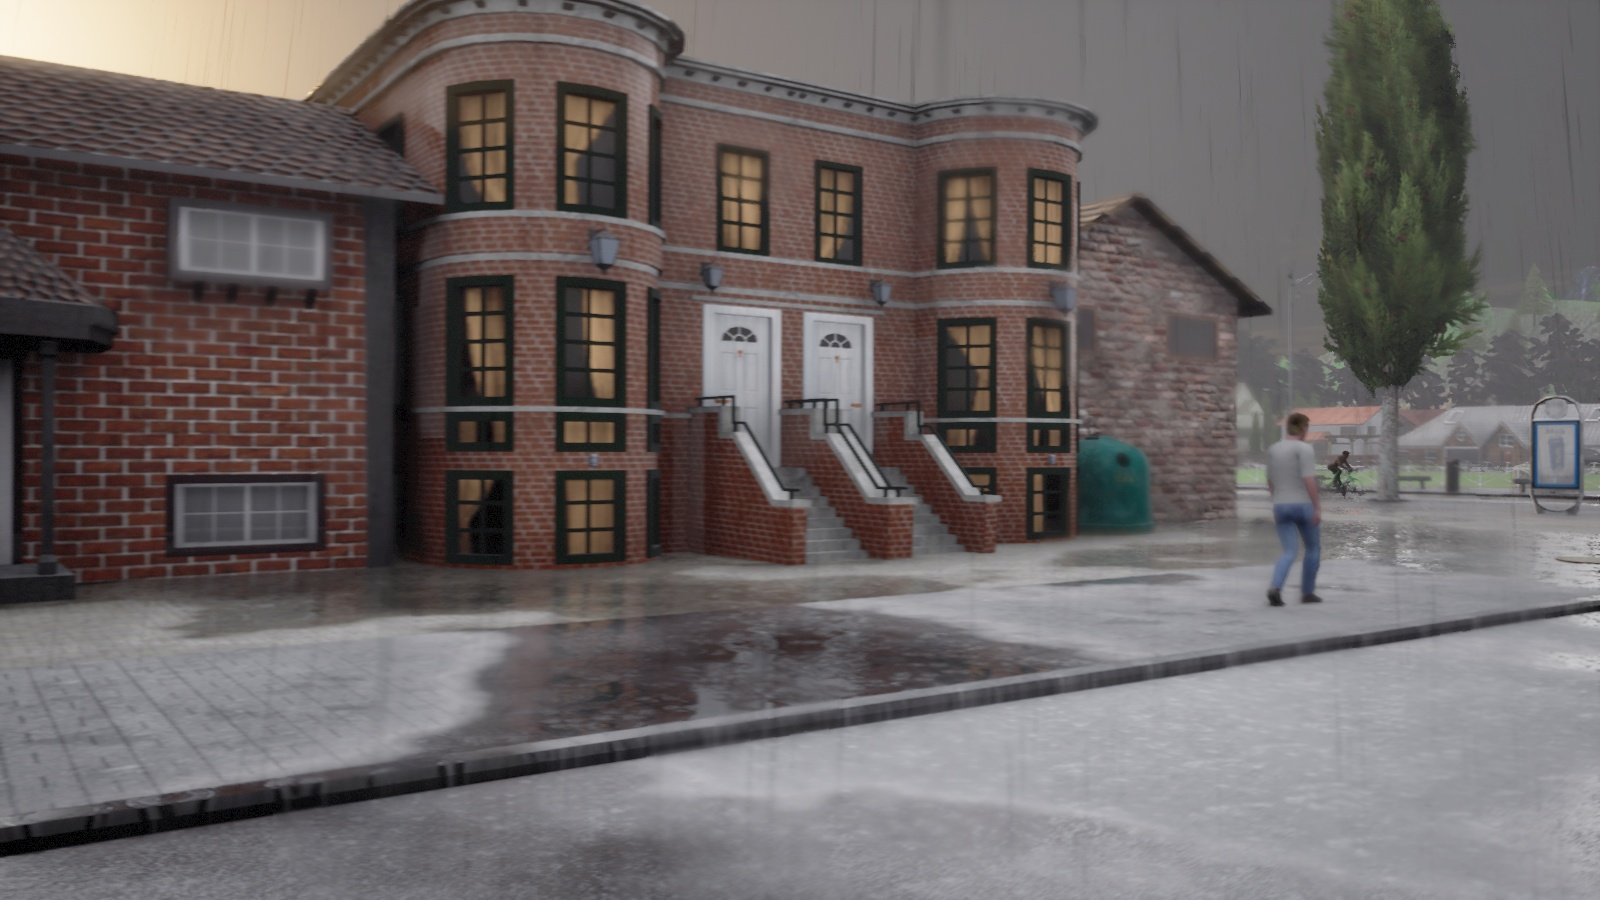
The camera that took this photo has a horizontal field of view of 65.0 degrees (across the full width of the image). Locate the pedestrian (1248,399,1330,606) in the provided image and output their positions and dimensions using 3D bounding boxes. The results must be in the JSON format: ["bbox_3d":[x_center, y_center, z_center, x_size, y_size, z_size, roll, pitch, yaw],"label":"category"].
[{"bbox_3d":[4.462,0.466,11.458,0.706,1.836,0.354,0,0,-34],"label":"pedestrian"}]

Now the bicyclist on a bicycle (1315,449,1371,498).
[{"bbox_3d":[18.338,0.763,42.432,0.582,1.620,1.656,0,0,-35],"label":"bicyclist on a bicycle"}]
